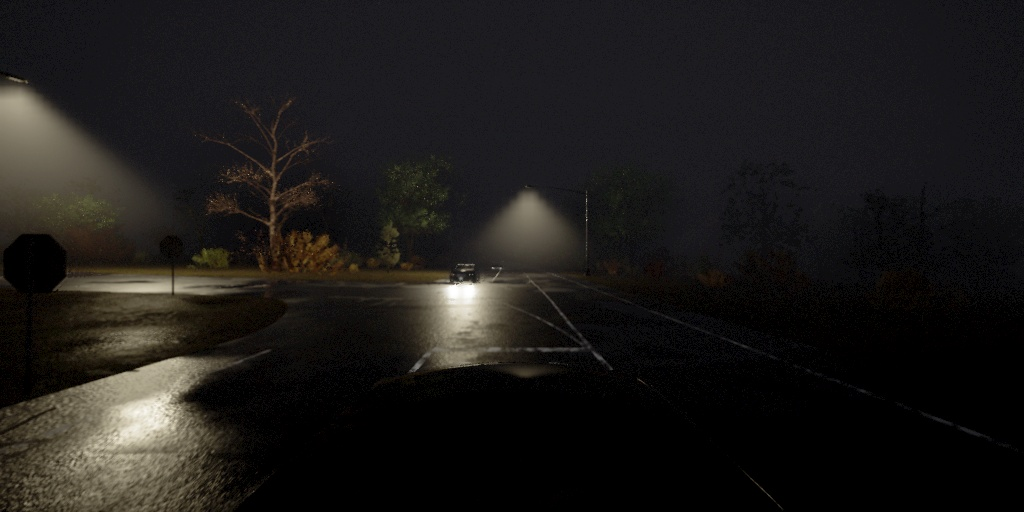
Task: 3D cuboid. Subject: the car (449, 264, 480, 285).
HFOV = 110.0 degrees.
[{"bbox_3d":[-3.506,1.344,27.204,2.128,1.511,4.902,1,-2,0],"label":"car"}]
